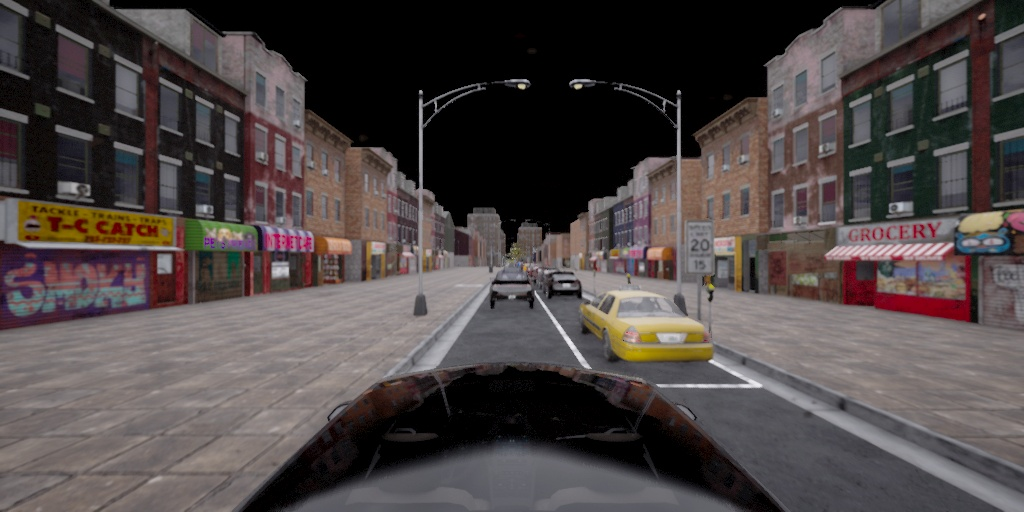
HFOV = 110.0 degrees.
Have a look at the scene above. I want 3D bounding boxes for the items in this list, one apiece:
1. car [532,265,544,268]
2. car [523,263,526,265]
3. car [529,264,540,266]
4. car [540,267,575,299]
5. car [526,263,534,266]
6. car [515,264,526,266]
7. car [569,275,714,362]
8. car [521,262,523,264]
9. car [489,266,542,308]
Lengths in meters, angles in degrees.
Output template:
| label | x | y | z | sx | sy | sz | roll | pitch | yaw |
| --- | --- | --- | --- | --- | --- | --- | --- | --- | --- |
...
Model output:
| label | x | y | z | sx | sy | sz | roll | pitch | yaw |
| --- | --- | --- | --- | --- | --- | --- | --- | --- | --- |
| car | 2.634 | 1.524 | 24.917 | 2.007 | 1.370 | 4.403 | 0 | 0 | 0 |
| car | 2.633 | 1.608 | 41.792 | 1.967 | 1.591 | 4.097 | 0 | 0 | 0 |
| car | 2.634 | 1.617 | 30.542 | 1.802 | 1.307 | 4.207 | 0 | 0 | 0 |
| car | 2.635 | 1.482 | 19.292 | 1.948 | 1.339 | 4.313 | 0 | 0 | 0 |
| car | 2.633 | 1.645 | 36.167 | 1.888 | 1.381 | 4.507 | 0 | 0 | 0 |
| car | 0.000 | 1.640 | 30.909 | 1.895 | 1.301 | 4.718 | 0 | -1 | 0 |
| car | 2.635 | 1.335 | 8.211 | 1.751 | 1.417 | 4.829 | 0 | 0 | 0 |
| car | 2.745 | 1.829 | 55.457 | 1.882 | 1.535 | 5.008 | 0 | -1 | 0 |
| car | 0.001 | 1.377 | 16.093 | 2.128 | 1.511 | 4.902 | 0 | 0 | 0 |
